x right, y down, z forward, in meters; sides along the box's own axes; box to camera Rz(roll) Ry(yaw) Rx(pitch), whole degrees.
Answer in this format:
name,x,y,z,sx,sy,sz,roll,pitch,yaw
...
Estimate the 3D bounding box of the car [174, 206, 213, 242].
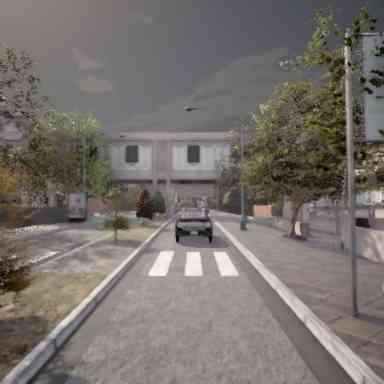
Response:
name,x,y,z,sx,sy,sz,roll,pitch,yaw
car,0.099,1.684,17.541,2.128,1.511,4.902,0,-1,0
